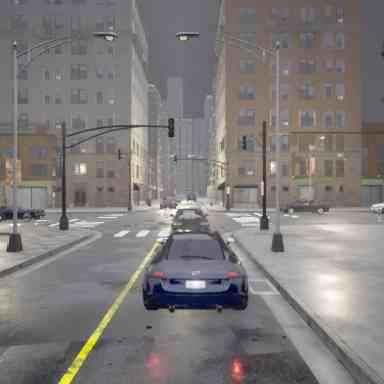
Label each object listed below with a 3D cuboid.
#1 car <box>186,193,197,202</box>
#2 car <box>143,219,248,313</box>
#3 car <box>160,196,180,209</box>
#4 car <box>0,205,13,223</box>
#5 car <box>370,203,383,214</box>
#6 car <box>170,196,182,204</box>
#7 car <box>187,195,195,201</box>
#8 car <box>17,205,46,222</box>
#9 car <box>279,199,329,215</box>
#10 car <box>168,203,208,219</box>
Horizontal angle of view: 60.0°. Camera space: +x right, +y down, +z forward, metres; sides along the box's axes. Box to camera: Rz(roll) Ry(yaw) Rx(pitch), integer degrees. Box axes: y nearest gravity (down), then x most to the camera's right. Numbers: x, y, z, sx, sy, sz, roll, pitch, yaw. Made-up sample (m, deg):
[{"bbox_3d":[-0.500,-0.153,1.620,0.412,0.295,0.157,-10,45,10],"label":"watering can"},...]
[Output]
[{"bbox_3d":[-0.160,1.273,76.198,2.150,2.045,5.566,0,0,0],"label":"car"},{"bbox_3d":[0.076,1.564,7.752,1.994,1.385,4.181,0,0,0],"label":"car"},{"bbox_3d":[-3.116,1.368,44.604,2.097,1.767,4.553,0,0,0],"label":"car"},{"bbox_3d":[-15.248,1.615,23.069,4.181,1.385,1.994,0,0,0],"label":"car"},{"bbox_3d":[20.384,1.438,33.275,4.674,1.442,1.812,0,0,-1],"label":"car"},{"bbox_3d":[-3.149,1.529,65.841,2.128,1.511,4.902,0,0,0],"label":"car"},{"bbox_3d":[-0.205,1.582,86.587,2.128,1.511,4.902,0,0,0],"label":"car"},{"bbox_3d":[-14.181,1.648,26.325,4.718,1.301,1.895,0,0,0],"label":"car"},{"bbox_3d":[11.122,1.449,33.212,4.892,1.490,1.837,0,0,0],"label":"car"},{"bbox_3d":[-0.132,1.525,16.781,1.812,1.442,4.674,0,0,-2],"label":"car"}]
